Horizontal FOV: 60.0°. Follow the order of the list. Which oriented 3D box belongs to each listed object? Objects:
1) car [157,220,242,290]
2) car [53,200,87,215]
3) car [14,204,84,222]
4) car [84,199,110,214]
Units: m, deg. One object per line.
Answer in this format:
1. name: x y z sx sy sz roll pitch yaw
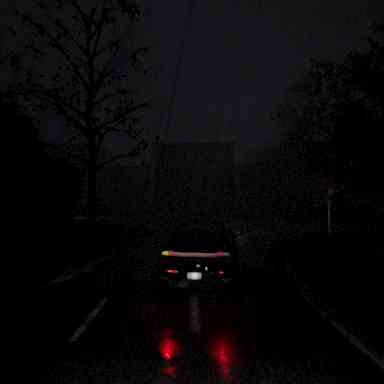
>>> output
1. car: 0.333 1.516 9.250 2.128 1.511 4.902 0 0 7
2. car: -14.086 1.778 38.706 2.097 1.535 5.008 -1 0 -1
3. car: -13.511 1.807 31.434 5.357 1.411 2.033 -1 0 0
4. car: -11.053 1.597 38.725 2.185 1.767 4.553 -1 0 -1
